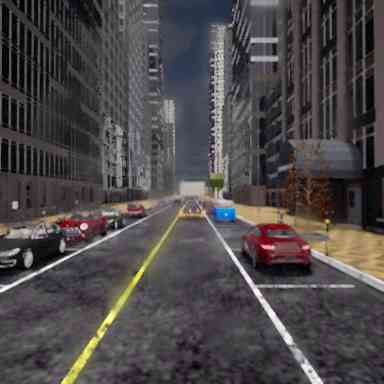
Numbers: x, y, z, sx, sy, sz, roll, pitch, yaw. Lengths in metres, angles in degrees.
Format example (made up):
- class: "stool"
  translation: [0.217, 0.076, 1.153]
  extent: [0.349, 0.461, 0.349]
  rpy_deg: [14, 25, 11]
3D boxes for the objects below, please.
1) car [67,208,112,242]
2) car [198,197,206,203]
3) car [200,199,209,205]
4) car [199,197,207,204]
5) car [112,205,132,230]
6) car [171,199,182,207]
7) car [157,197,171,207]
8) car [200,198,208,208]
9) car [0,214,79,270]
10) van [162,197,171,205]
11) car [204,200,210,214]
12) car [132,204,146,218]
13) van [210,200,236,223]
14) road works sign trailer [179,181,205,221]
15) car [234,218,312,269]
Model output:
- class: "car"
  translation: [-5.678, 1.604, 16.962]
  extent: [1.967, 1.590, 4.097]
  rpy_deg: [0, -1, 0]
- class: "car"
  translation: [2.755, 2.226, 90.952]
  extent: [1.967, 1.590, 4.097]
  rpy_deg: [0, 0, 0]
- class: "car"
  translation: [2.743, 2.210, 73.874]
  extent: [2.008, 1.369, 4.403]
  rpy_deg: [0, 0, 0]
- class: "car"
  translation: [2.751, 2.184, 85.260]
  extent: [1.967, 1.590, 4.097]
  rpy_deg: [0, 0, 0]
- class: "car"
  translation: [-5.674, 1.765, 22.653]
  extent: [2.008, 1.369, 4.403]
  rpy_deg: [0, -1, 0]
- class: "car"
  translation: [-2.972, 2.094, 65.247]
  extent: [1.837, 1.490, 4.892]
  rpy_deg: [0, 0, 1]
- class: "car"
  translation: [-5.646, 2.119, 62.499]
  extent: [2.008, 1.369, 4.403]
  rpy_deg: [0, 0, 0]
- class: "car"
  translation: [2.731, 2.100, 56.797]
  extent: [1.802, 1.307, 4.206]
  rpy_deg: [0, 0, 0]
- class: "car"
  translation: [-5.682, 1.663, 11.268]
  extent: [2.008, 1.369, 4.403]
  rpy_deg: [0, -1, 0]
- class: "van"
  translation: [-5.637, 2.001, 73.886]
  extent: [1.690, 1.788, 3.998]
  rpy_deg: [0, 0, 0]
- class: "car"
  translation: [2.719, 1.948, 39.720]
  extent: [1.802, 1.307, 4.206]
  rpy_deg: [0, -1, 0]
- class: "car"
  translation: [-5.666, 1.898, 34.037]
  extent: [1.802, 1.307, 4.206]
  rpy_deg: [0, -1, 0]
- class: "van"
  translation: [2.711, 1.606, 28.339]
  extent: [1.690, 1.788, 3.998]
  rpy_deg: [0, -1, 0]
- class: "road works sign trailer"
  translation: [0.022, 0.747, 30.367]
  extent: [2.380, 3.560, 2.880]
  rpy_deg: [0, -1, 0]
- class: "car"
  translation: [2.699, 1.693, 11.261]
  extent: [1.802, 1.307, 4.206]
  rpy_deg: [0, -1, 0]
